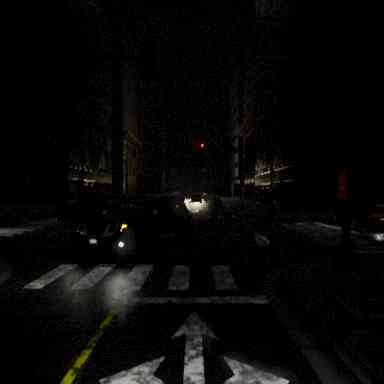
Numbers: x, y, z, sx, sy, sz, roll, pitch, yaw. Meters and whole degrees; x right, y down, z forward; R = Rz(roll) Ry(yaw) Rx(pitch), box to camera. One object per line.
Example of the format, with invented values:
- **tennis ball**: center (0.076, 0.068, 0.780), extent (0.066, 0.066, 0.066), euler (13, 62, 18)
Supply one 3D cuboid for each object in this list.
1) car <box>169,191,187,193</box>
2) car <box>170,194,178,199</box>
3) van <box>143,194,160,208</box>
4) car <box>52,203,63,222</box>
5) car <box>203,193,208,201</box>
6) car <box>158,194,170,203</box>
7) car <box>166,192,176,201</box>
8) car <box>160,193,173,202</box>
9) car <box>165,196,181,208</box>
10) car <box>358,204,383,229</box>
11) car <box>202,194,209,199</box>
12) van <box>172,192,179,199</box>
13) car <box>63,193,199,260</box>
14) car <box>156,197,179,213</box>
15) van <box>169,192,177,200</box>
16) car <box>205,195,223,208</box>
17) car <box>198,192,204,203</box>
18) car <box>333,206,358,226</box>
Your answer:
- **car**: center (-2.415, 1.155, 56.262), extent (2.097, 1.767, 4.553), euler (0, 0, 1)
- **car**: center (-4.767, 1.177, 89.804), extent (1.887, 1.381, 4.507), euler (0, 0, 1)
- **van**: center (-5.352, 1.193, 44.617), extent (1.690, 1.788, 3.998), euler (0, 0, 1)
- **car**: center (-7.063, 1.128, 23.940), extent (5.566, 2.045, 2.150), euler (1, 0, 1)
- **car**: center (3.391, 1.361, 61.455), extent (1.802, 1.307, 4.206), euler (0, 0, 1)
- **car**: center (-5.133, 1.219, 61.563), extent (1.967, 1.590, 4.097), euler (0, 0, 1)
- **car**: center (-4.912, 1.009, 78.507), extent (2.192, 1.841, 5.009), euler (0, 0, 1)
- **car**: center (-5.059, 1.067, 67.210), extent (2.192, 1.841, 5.009), euler (0, 0, 1)
- **car**: center (-2.561, 1.322, 46.518), extent (1.882, 1.535, 5.008), euler (0, 0, 1)
- **car**: center (13.327, 1.624, 20.436), extent (5.008, 1.535, 1.882), euler (1, 0, 1)
- **car**: center (3.830, 1.152, 95.345), extent (2.008, 1.369, 4.403), euler (0, 0, 1)
- **van**: center (-4.692, 0.942, 95.451), extent (1.690, 1.788, 3.998), euler (0, 0, 1)
- **car**: center (-1.953, 1.184, 12.872), extent (2.150, 2.045, 5.566), euler (-1, 0, 25)
- **car**: center (-2.685, 1.372, 37.080), extent (2.128, 1.511, 4.902), euler (0, 0, 1)
- **van**: center (-4.839, 1.005, 84.155), extent (1.690, 1.788, 3.998), euler (0, 0, 1)
- **car**: center (3.172, 1.418, 44.508), extent (1.947, 1.339, 4.313), euler (0, 0, 1)
- **car**: center (0.831, 1.280, 62.377), extent (1.837, 1.490, 4.892), euler (0, 0, 1)
- **car**: center (12.633, 1.646, 23.717), extent (4.892, 1.490, 1.837), euler (1, 0, 1)
